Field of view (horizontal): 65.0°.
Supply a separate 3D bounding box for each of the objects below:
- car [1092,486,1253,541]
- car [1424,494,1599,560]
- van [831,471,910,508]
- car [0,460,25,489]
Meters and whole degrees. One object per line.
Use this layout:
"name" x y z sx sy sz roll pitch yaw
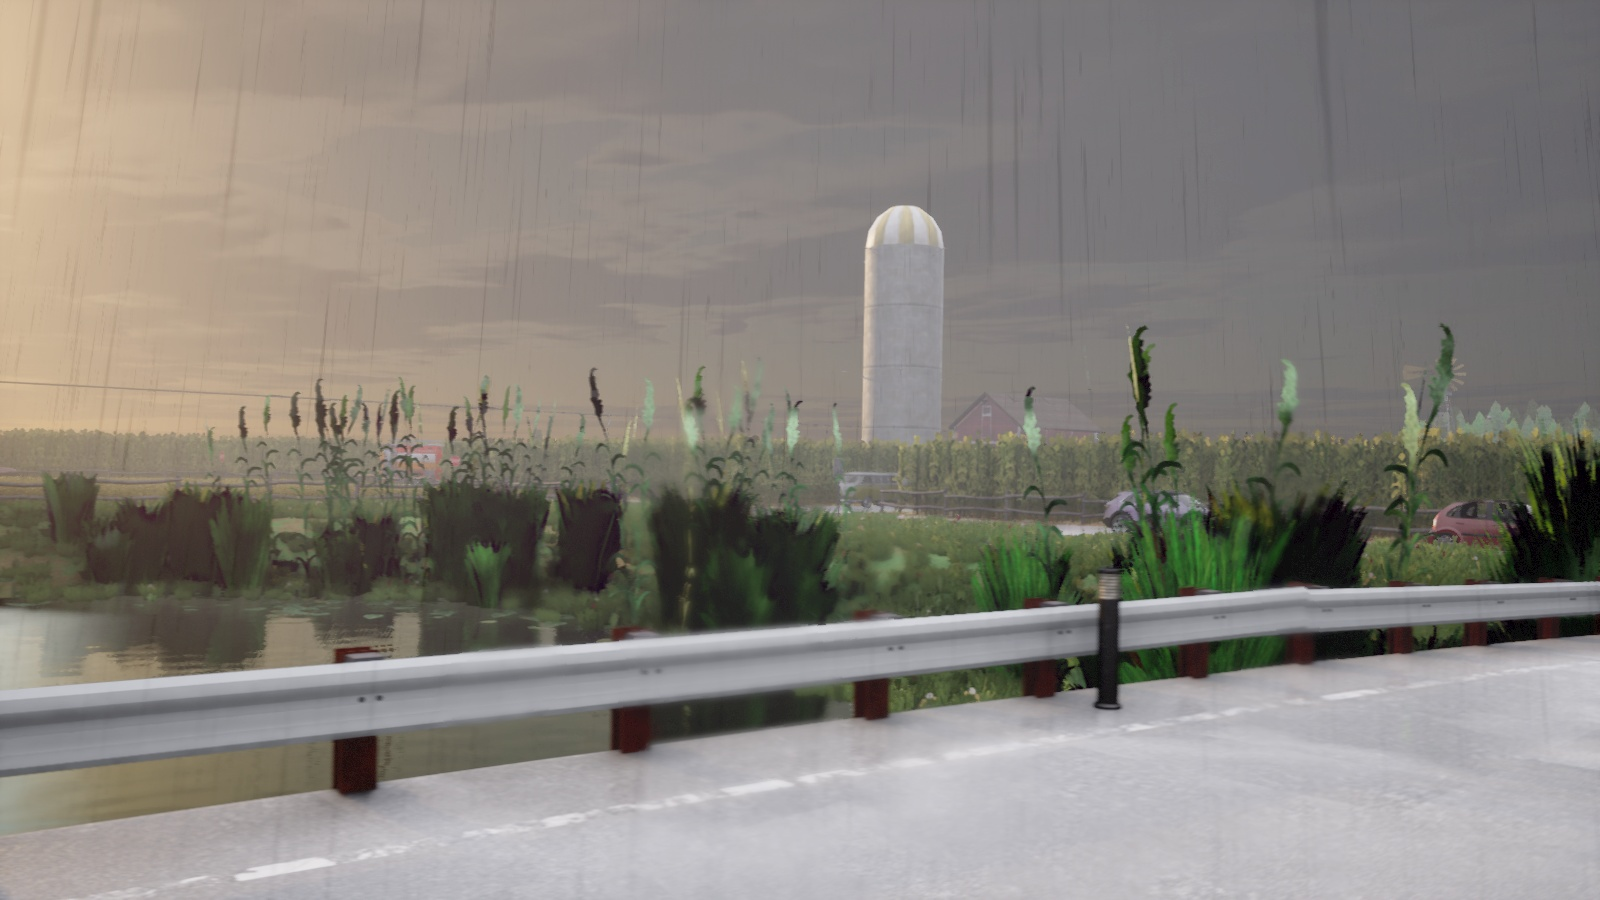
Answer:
"car" 12.576 2.107 42.597 2.033 1.649 4.856 2 -1 -43
"car" 19.763 2.070 34.816 1.851 1.617 3.988 2 -1 -43
"van" 3.958 2.184 69.925 4.442 1.987 1.775 2 -1 -43
"car" -52.498 1.583 81.096 3.866 1.878 1.905 2 -1 -43
